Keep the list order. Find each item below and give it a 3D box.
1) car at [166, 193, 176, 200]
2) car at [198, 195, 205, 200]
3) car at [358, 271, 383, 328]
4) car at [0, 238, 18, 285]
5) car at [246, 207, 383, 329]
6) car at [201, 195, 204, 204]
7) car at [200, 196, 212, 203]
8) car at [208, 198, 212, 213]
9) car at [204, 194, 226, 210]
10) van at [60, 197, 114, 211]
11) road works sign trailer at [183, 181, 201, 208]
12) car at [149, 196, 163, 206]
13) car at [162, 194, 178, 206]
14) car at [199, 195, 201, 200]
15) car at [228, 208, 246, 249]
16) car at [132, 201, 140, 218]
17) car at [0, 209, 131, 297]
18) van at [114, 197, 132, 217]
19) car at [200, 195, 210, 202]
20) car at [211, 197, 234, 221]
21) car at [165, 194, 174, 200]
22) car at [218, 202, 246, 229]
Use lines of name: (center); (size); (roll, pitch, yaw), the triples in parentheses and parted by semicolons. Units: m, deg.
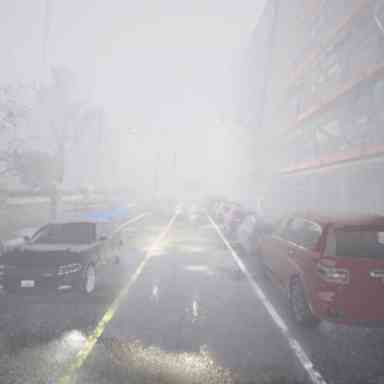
car: (-5.715, 1.130, 91.278); (2.192, 1.841, 5.009); (0, 0, 0)
car: (2.666, 1.397, 91.280); (1.802, 1.307, 4.206); (0, 0, 0)
car: (2.692, 1.541, 1.199); (1.887, 1.381, 4.507); (0, 0, 0)
car: (-5.689, 1.417, 6.826); (1.967, 1.590, 4.097); (0, 0, 0)
car: (2.691, 1.293, 6.828); (2.192, 1.841, 5.009); (0, 0, 0)
car: (2.679, 1.323, 46.239); (1.967, 1.590, 4.097); (0, 0, 0)
car: (2.674, 1.402, 63.131); (2.008, 1.369, 4.403); (0, 0, 0)
car: (2.684, 1.498, 29.350); (1.802, 1.307, 4.206); (0, 0, 0)
car: (2.682, 1.219, 34.979); (2.192, 1.841, 5.009); (0, 0, 0)
van: (-5.693, 1.285, 18.087); (1.690, 1.788, 3.998); (0, 0, 0)
road works sign trailer: (-0.012, 0.348, 45.687); (2.380, 3.560, 2.880); (0, 0, 0)
car: (-5.702, 1.397, 51.698); (1.752, 1.417, 4.829); (0, 0, 0)
car: (-3.085, 1.398, 51.161); (1.812, 1.442, 4.674); (0, 0, 0)
car: (2.676, 1.427, 57.501); (1.947, 1.339, 4.313); (0, 0, 0)
car: (2.688, 1.511, 12.460); (2.008, 1.369, 4.403); (0, 0, 0)
car: (-5.696, 1.467, 29.347); (2.008, 1.369, 4.403); (0, 0, 0)
car: (-3.103, 1.449, 8.775); (1.882, 1.535, 5.008); (0, 0, 0)
van: (-5.694, 1.270, 23.716); (1.690, 1.788, 3.998); (0, 0, 0)
car: (2.673, 1.385, 68.762); (1.887, 1.381, 4.507); (0, 0, 0)
car: (2.686, 1.370, 23.718); (1.967, 1.590, 4.097); (0, 0, 0)
car: (-5.712, 1.257, 85.647); (1.967, 1.590, 4.097); (0, 0, 0)
car: (2.687, 1.489, 18.090); (1.887, 1.381, 4.507); (0, 0, 0)
